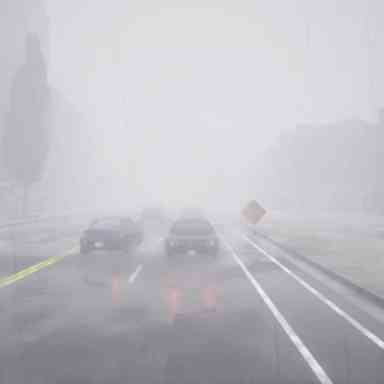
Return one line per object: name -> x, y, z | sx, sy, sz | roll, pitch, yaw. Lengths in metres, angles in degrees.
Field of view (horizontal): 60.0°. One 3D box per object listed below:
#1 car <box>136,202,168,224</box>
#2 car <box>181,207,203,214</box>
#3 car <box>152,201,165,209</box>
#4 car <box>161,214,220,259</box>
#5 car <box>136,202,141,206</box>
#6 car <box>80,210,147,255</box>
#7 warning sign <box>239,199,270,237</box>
car -> -3.241, 1.882, 28.539 | 1.837, 1.490, 4.892 | 0, 0, 0
car -> 0.011, 1.939, 28.536 | 1.994, 1.385, 4.181 | 0, -1, 0
car -> -6.542, 2.575, 65.481 | 1.994, 1.385, 4.181 | 0, -1, 0
car -> 0.014, 1.763, 13.311 | 1.895, 1.301, 4.718 | 0, -1, 0
car -> -9.792, 2.575, 65.479 | 1.994, 1.385, 4.181 | 0, -1, 0
car -> -3.232, 1.696, 13.929 | 1.812, 1.442, 4.674 | 0, 0, 0
warning sign -> 3.184, 1.328, 17.058 | 1.300, 1.860, 1.060 | -2, -3, 0
